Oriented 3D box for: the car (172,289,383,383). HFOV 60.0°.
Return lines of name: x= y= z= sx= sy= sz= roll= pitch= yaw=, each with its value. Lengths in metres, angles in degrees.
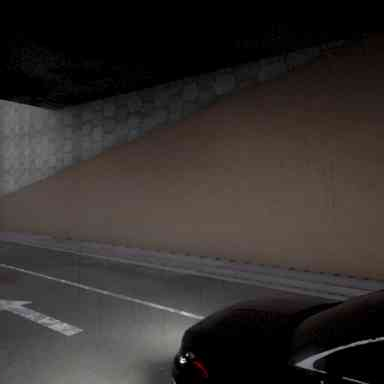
car: x=2.052 y=1.506 z=2.441 sx=4.892 sy=1.490 sz=1.837 roll=0 pitch=0 yaw=36
